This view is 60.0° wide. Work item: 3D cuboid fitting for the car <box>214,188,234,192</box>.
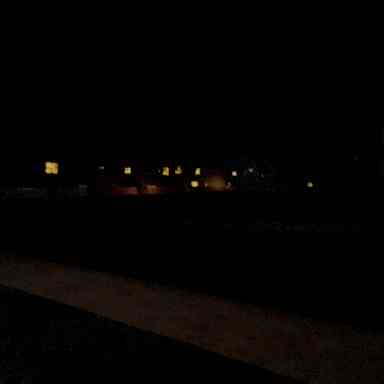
[{"bbox_3d":[4.251,0.152,47.378,2.128,1.511,4.902,2,3,38],"label":"car"}]
